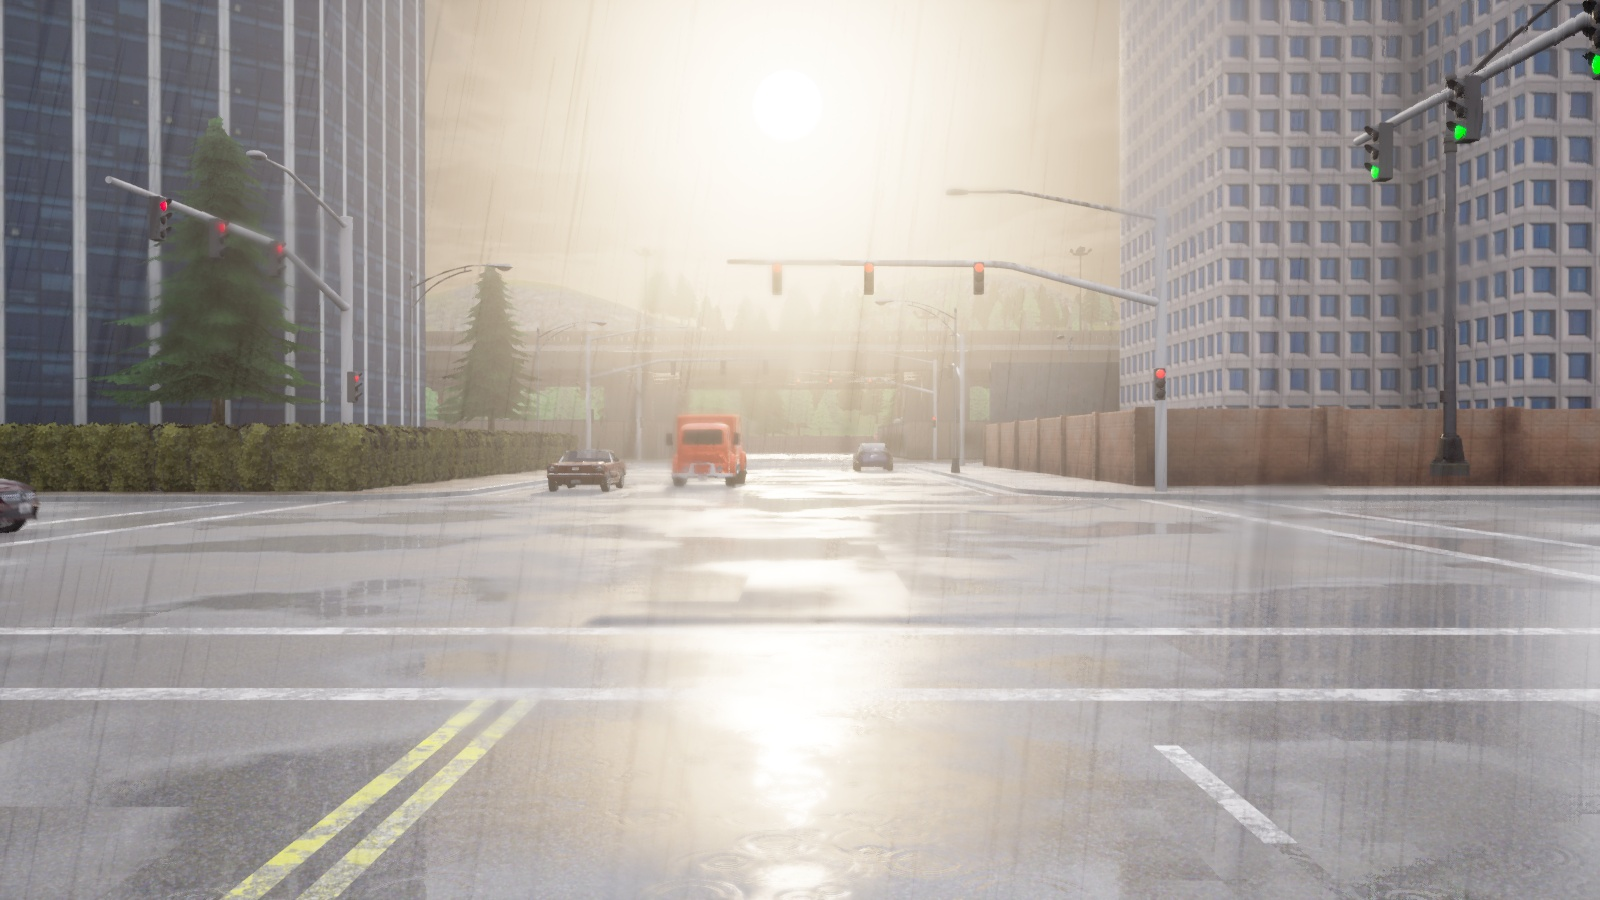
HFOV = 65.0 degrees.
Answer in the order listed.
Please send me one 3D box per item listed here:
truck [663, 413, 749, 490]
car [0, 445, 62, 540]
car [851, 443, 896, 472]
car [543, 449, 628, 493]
[{"bbox_3d":[-3.245,-0.027,44.515,2.627,2.467,5.204,0,3,0],"label":"truck"},{"bbox_3d":[-14.616,0.648,19.946,4.674,1.442,1.812,0,0,-3],"label":"car"},{"bbox_3d":[3.876,0.370,67.134,2.163,1.488,4.792,0,0,0],"label":"car"},{"bbox_3d":[-6.769,0.615,40.157,1.895,1.301,4.718,0,0,0],"label":"car"}]
